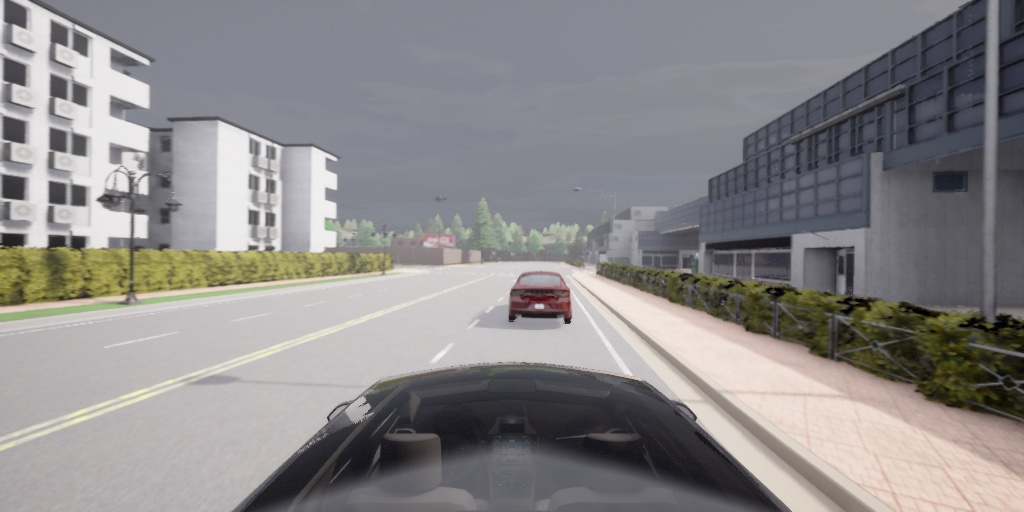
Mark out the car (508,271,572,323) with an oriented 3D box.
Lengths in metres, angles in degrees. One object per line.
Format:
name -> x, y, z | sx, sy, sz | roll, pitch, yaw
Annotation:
car -> 0.974, 1.238, 12.304 | 1.882, 1.535, 5.008 | 1, 0, 5
